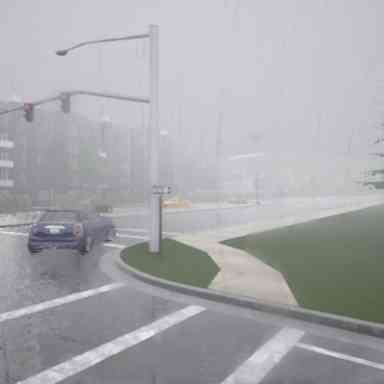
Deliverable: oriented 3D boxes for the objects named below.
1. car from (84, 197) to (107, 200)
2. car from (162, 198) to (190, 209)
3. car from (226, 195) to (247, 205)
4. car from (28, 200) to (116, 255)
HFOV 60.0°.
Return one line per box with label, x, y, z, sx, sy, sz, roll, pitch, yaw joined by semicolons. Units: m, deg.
car;-10.302;1.400;33.703;2.097;1.767;4.553;0;0;35
car;-2.241;1.527;45.189;1.882;1.535;5.008;0;0;35
car;8.014;1.402;59.695;2.097;1.767;4.553;0;0;35
car;-4.677;1.372;13.644;2.097;1.767;4.553;0;0;2
